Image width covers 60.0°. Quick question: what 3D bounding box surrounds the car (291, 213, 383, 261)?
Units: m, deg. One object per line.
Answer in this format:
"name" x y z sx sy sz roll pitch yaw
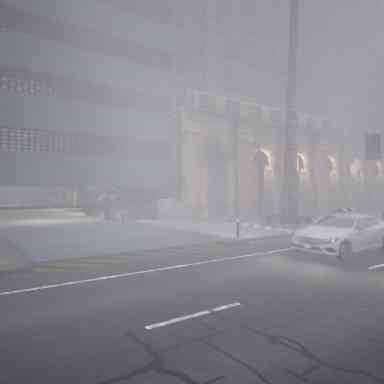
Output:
"car" 5.713 1.526 12.402 4.674 1.442 1.812 0 0 -36

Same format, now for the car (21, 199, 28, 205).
"car" -24.934 1.413 53.572 4.786 1.482 2.161 0 0 -36

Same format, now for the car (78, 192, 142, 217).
"car" -7.097 1.029 29.324 5.566 2.045 2.435 0 0 -36

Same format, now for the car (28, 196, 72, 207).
"car" -18.528 1.463 43.891 4.718 1.301 1.895 0 0 -36
